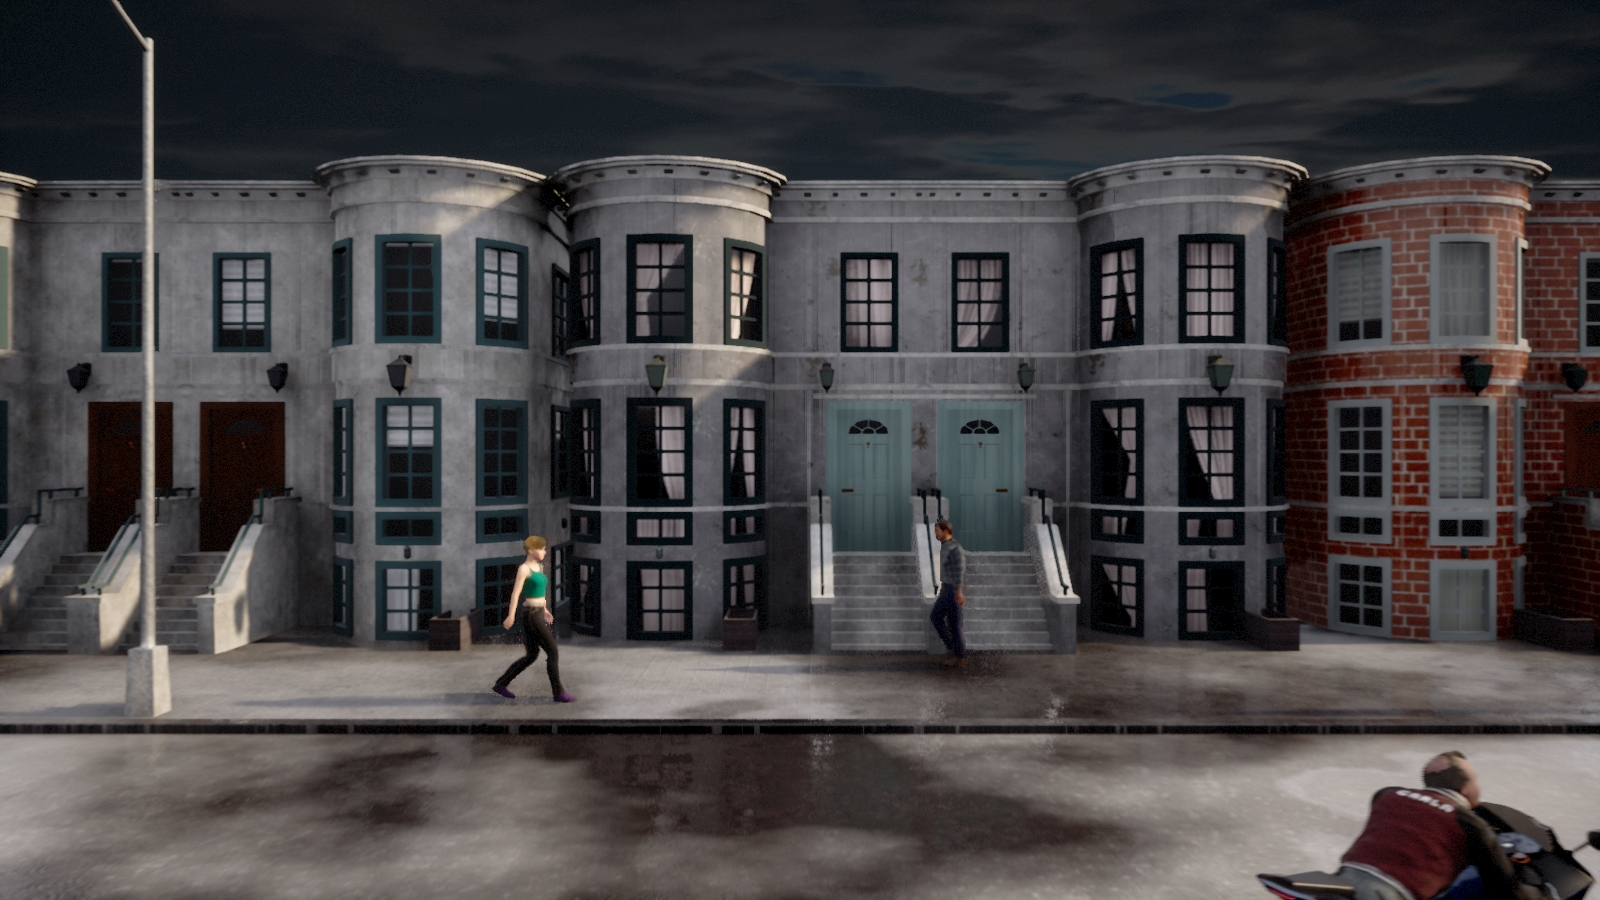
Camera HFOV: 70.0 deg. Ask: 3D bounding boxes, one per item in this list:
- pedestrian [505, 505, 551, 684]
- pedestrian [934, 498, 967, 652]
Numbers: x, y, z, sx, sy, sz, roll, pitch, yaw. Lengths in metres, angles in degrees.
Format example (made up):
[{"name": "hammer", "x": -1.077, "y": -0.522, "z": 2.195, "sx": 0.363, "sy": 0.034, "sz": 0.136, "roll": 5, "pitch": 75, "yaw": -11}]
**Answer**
[{"name": "pedestrian", "x": -2.911, "y": 1.530, "z": 12.241, "sx": 0.375, "sy": 1.860, "sz": 0.375, "roll": 0, "pitch": 0, "yaw": 8}, {"name": "pedestrian", "x": 1.859, "y": 1.531, "z": 14.107, "sx": 0.375, "sy": 1.860, "sz": 0.375, "roll": 0, "pitch": 0, "yaw": 3}]
